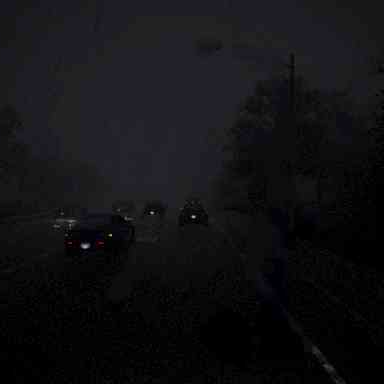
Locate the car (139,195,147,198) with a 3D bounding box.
[{"bbox_3d":[-10.457,1.471,70.903,1.837,1.490,4.892,0,0,0],"label":"car"}]

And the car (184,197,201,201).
[{"bbox_3d":[0.093,1.375,42.132,2.097,1.767,4.553,0,0,0],"label":"car"}]

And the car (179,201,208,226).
[{"bbox_3d":[0.096,1.577,23.450,1.994,1.385,4.181,0,0,0],"label":"car"}]

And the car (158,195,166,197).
[{"bbox_3d":[-6.874,1.258,76.096,1.812,1.442,4.674,0,0,2],"label":"car"}]

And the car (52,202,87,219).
[{"bbox_3d":[-10.602,1.580,29.183,1.994,1.385,4.181,0,0,0],"label":"car"}]

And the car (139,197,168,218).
[{"bbox_3d":[-3.403,1.521,30.841,1.837,1.490,4.892,0,0,0],"label":"car"}]

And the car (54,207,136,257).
[{"bbox_3d":[-3.400,1.533,12.888,1.812,1.442,4.674,0,0,0],"label":"car"}]

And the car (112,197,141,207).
[{"bbox_3d":[-7.100,1.510,34.851,2.128,1.511,4.902,0,0,0],"label":"car"}]
